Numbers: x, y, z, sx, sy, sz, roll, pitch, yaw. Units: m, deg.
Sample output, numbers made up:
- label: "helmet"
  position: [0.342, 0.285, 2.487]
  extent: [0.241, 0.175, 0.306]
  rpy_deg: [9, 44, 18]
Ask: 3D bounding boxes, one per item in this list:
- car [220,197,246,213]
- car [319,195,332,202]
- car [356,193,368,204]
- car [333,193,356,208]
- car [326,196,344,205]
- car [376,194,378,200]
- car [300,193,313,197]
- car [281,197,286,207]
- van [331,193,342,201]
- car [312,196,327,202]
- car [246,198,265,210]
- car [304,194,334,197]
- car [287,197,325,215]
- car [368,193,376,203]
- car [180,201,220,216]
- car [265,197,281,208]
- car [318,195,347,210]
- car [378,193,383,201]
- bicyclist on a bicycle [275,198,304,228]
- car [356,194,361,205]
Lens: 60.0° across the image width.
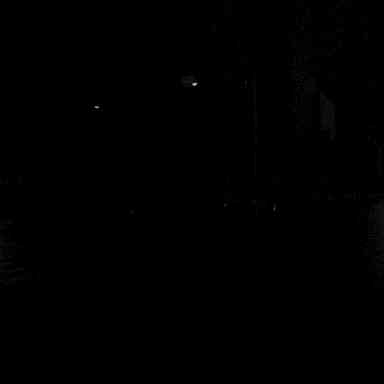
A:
- label: "car"
  position: [3.818, 1.367, 36.332]
  extent: [1.967, 1.590, 4.097]
  rpy_deg: [0, 0, 35]
- label: "car"
  position: [29.539, 1.428, 73.398]
  extent: [1.802, 1.307, 4.206]
  rpy_deg: [0, 0, 35]
- label: "car"
  position: [26.892, 1.118, 54.633]
  extent: [2.192, 1.841, 5.009]
  rpy_deg: [0, 0, 35]
- label: "car"
  position: [20.463, 1.137, 45.368]
  extent: [2.192, 1.841, 5.009]
  rpy_deg: [0, 0, 35]
- label: "car"
  position: [23.261, 1.354, 53.908]
  extent: [1.812, 1.442, 4.674]
  rpy_deg: [-1, 0, 35]
- label: "car"
  position: [36.633, 1.303, 68.670]
  extent: [1.752, 1.417, 4.829]
  rpy_deg: [-1, 0, 35]
- label: "car"
  position: [19.894, 1.416, 59.499]
  extent: [1.887, 1.381, 4.507]
  rpy_deg: [0, 0, 35]
- label: "car"
  position: [13.464, 1.456, 50.233]
  extent: [1.947, 1.339, 4.313]
  rpy_deg: [0, 0, 35]
- label: "van"
  position: [35.966, 1.187, 82.667]
  extent: [1.690, 1.788, 3.998]
  rpy_deg: [-1, 0, 35]
- label: "car"
  position: [26.325, 1.419, 68.766]
  extent: [1.947, 1.339, 4.313]
  rpy_deg: [0, 0, 35]
- label: "car"
  position: [7.034, 1.495, 40.965]
  extent: [1.802, 1.307, 4.206]
  rpy_deg: [0, 0, 35]
- label: "car"
  position: [17.398, 1.337, 45.456]
  extent: [2.128, 1.511, 4.902]
  rpy_deg: [-1, 0, 35]
- label: "car"
  position: [10.820, 1.425, 31.468]
  extent: [1.947, 1.339, 4.313]
  rpy_deg: [0, 0, 35]
- label: "car"
  position: [33.321, 1.100, 63.899]
  extent: [2.192, 1.841, 5.009]
  rpy_deg: [0, 0, 35]
- label: "car"
  position: [0.605, 1.525, 31.699]
  extent: [1.802, 1.307, 4.206]
  rpy_deg: [0, 0, 35]
- label: "car"
  position: [10.152, 1.427, 45.458]
  extent: [1.752, 1.417, 4.829]
  rpy_deg: [0, 0, 35]
- label: "car"
  position: [17.249, 1.377, 40.734]
  extent: [1.887, 1.381, 4.507]
  rpy_deg: [0, 0, 35]
- label: "car"
  position: [42.965, 1.359, 77.795]
  extent: [1.802, 1.307, 4.206]
  rpy_deg: [-1, 0, 35]
- label: "bicyclist on a bicycle"
  position: [5.339, 1.177, 18.373]
  extent: [1.656, 1.620, 0.582]
  rpy_deg: [-1, 0, 35]
- label: "car"
  position: [23.678, 1.378, 49.999]
  extent: [1.947, 1.339, 4.313]
  rpy_deg: [0, 0, 35]
